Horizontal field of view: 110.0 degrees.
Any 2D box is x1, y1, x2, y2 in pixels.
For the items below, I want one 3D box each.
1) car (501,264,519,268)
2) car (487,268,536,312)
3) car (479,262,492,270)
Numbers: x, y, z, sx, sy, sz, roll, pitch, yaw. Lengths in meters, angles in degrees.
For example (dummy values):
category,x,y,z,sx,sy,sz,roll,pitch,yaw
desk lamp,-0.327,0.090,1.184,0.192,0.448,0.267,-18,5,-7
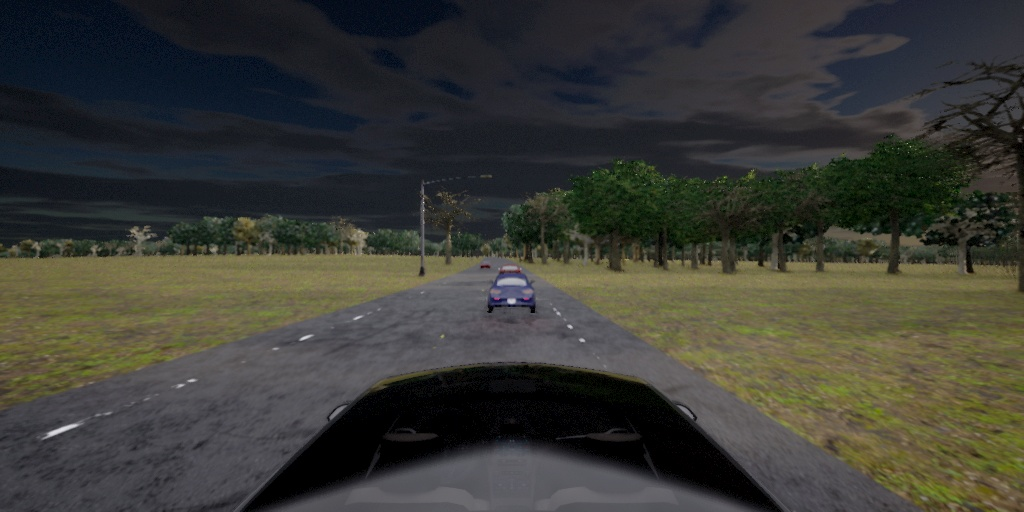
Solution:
category,x,y,z,sx,sy,sz,roll,pitch,yaw
car,-0.163,1.451,30.324,1.882,1.535,5.008,0,0,0
car,-0.003,1.416,14.865,1.812,1.442,4.674,0,0,0
car,-4.365,1.592,59.519,1.895,1.301,4.718,0,0,-1
